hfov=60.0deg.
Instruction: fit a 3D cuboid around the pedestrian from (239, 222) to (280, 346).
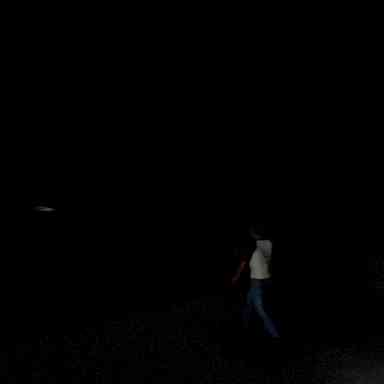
[{"bbox_3d":[1.028,1.294,5.086,0.375,1.860,0.375,0,0,-36],"label":"pedestrian"}]
